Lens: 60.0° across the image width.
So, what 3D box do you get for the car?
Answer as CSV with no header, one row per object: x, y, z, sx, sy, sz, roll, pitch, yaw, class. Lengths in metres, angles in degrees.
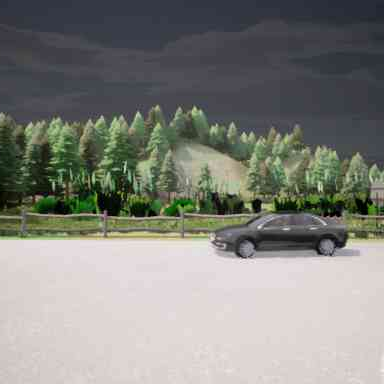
3.113,1.474,12.078,4.892,1.490,1.837,0,-1,-8,car
